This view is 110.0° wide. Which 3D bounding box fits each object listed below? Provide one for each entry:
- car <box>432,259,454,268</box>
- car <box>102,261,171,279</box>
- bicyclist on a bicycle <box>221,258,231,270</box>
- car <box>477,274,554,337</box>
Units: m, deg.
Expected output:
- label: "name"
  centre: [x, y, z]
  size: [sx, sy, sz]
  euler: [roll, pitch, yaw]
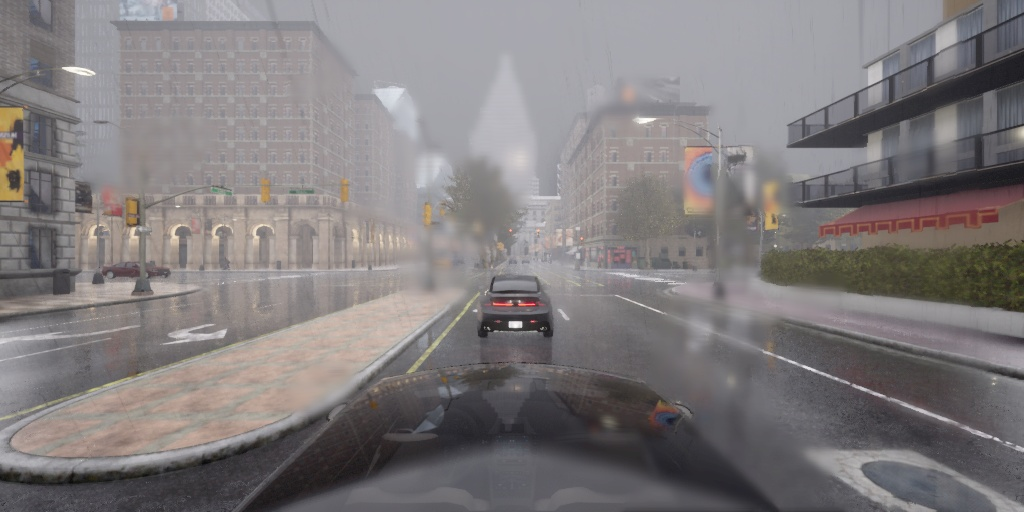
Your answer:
- label: "car"
  centre: [-11.440, 1.228, 59.601]
  size: [1.882, 1.535, 5.008]
  euler: [0, 0, 0]
- label: "car"
  centre: [-33.648, 1.228, 32.230]
  size: [5.008, 1.535, 1.882]
  euler: [0, 0, 0]
- label: "bicyclist on a bicycle"
  centre: [-37.195, 1.050, 46.688]
  size: [0.582, 1.620, 1.656]
  euler: [0, 0, 0]
- label: "car"
  centre: [0.097, 1.255, 10.269]
  size: [1.837, 1.490, 4.892]
  euler: [0, 0, 0]
